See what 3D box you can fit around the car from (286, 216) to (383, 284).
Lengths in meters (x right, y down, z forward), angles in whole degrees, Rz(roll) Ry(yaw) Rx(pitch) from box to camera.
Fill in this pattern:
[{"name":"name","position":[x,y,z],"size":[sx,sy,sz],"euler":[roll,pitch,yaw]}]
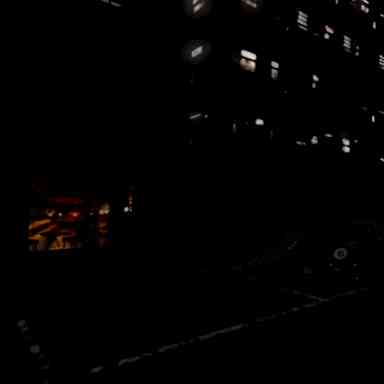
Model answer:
[{"name":"car","position":[4.665,1.561,9.897],"size":[4.097,1.590,1.967],"euler":[1,0,-35]}]
